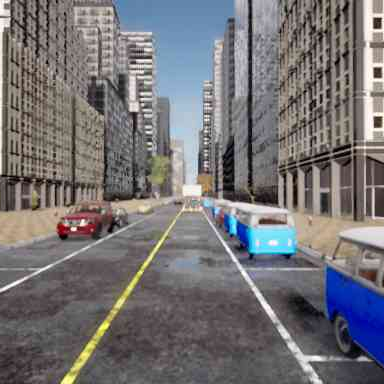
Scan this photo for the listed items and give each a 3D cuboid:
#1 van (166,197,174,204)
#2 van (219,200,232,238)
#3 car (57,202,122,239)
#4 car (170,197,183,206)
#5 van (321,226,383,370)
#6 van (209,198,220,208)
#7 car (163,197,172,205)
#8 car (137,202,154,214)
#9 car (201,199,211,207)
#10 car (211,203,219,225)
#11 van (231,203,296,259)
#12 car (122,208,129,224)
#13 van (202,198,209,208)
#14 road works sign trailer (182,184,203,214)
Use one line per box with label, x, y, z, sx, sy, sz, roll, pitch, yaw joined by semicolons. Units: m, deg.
van;-5.698;2.175;86.536;1.690;1.788;3.998;0;-1;0
van;2.688;1.517;18.523;1.690;1.788;3.998;0;-1;0
car;-5.693;1.491;18.523;2.192;1.841;5.009;0;-1;0
car;-3.005;2.276;70.937;1.895;1.301;4.718;0;-1;0
van;2.818;1.375;3.532;1.690;1.788;3.998;0;-1;0
van;2.686;1.625;29.858;1.690;1.788;3.998;0;-1;0
car;-5.697;2.247;75.028;1.752;1.417;4.829;0;-1;0
car;-5.694;1.916;41.022;1.752;1.417;4.829;0;-1;0
car;2.684;2.139;64.032;1.752;1.417;4.829;0;-1;0
car;2.687;1.774;24.189;1.887;1.381;4.507;0;-1;0
van;2.692;1.463;12.857;1.690;1.788;3.998;0;-1;0
car;-5.693;1.781;24.189;2.008;1.369;4.403;0;-1;0
van;2.684;1.898;58.196;1.690;1.788;3.998;0;-1;0
road works sign trailer;-0.003;0.854;40.939;2.380;3.560;2.880;0;-1;0
